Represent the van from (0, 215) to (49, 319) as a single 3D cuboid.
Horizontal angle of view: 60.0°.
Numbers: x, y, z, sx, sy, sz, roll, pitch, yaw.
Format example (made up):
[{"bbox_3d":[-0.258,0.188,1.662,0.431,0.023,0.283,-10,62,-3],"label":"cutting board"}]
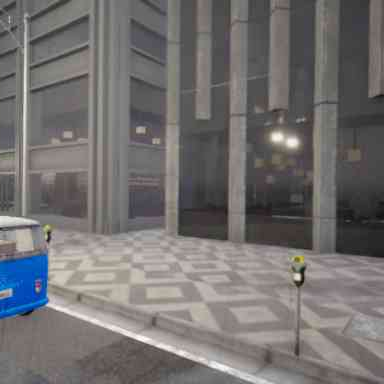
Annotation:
[{"bbox_3d":[-4.305,1.271,6.025,3.998,1.788,1.690,1,1,35],"label":"van"}]
